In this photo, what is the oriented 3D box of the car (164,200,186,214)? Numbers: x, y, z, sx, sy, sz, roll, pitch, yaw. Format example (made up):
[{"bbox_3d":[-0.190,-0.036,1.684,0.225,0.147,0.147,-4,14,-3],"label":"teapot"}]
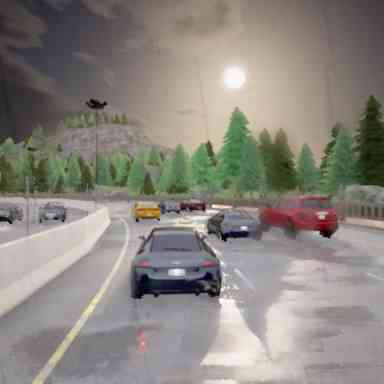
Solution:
[{"bbox_3d":[-2.714,1.599,35.318,2.033,1.411,5.357,0,0,-20],"label":"car"}]

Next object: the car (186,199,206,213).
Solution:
[{"bbox_3d":[-0.024,1.526,37.966,1.882,1.535,5.008,0,0,-20],"label":"car"}]

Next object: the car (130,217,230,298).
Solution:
[{"bbox_3d":[-0.463,1.576,8.640,1.994,1.385,4.181,0,0,-5],"label":"car"}]

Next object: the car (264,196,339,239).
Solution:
[{"bbox_3d":[5.446,1.230,17.712,2.150,2.045,5.566,0,0,-9],"label":"car"}]

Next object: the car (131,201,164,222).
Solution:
[{"bbox_3d":[-3.849,1.522,27.161,1.882,1.535,5.008,0,0,-15],"label":"car"}]

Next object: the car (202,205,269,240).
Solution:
[{"bbox_3d":[2.008,1.581,16.840,1.994,1.385,4.181,0,0,-9],"label":"car"}]
